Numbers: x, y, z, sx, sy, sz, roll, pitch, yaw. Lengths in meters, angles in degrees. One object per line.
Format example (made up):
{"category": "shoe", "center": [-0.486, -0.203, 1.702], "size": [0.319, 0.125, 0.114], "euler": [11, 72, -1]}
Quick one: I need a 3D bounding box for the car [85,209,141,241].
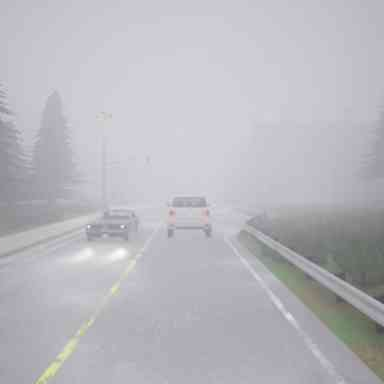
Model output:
{"category": "car", "center": [-3.745, 1.548, 16.374], "size": [1.895, 1.301, 4.718], "euler": [0, 0, -1]}

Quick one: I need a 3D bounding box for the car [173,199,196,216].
{"category": "car", "center": [-0.761, 1.440, 32.818], "size": [2.033, 1.411, 5.357], "euler": [0, 0, -2]}

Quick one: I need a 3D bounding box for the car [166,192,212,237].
{"category": "car", "center": [-0.190, 1.158, 17.785], "size": [2.150, 2.045, 5.566], "euler": [0, -1, -2]}
